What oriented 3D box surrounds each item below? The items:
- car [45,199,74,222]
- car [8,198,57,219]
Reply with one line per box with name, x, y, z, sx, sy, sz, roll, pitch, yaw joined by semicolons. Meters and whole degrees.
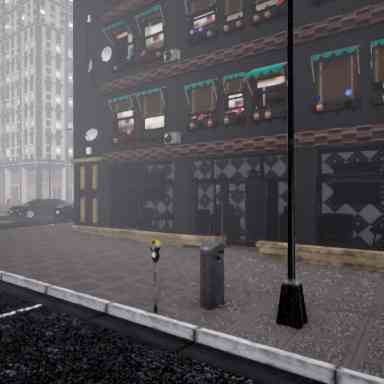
car;-7.336;1.279;22.805;1.947;1.339;4.313;1;1;35
car;-11.901;1.239;26.400;1.837;1.490;4.892;0;1;35
